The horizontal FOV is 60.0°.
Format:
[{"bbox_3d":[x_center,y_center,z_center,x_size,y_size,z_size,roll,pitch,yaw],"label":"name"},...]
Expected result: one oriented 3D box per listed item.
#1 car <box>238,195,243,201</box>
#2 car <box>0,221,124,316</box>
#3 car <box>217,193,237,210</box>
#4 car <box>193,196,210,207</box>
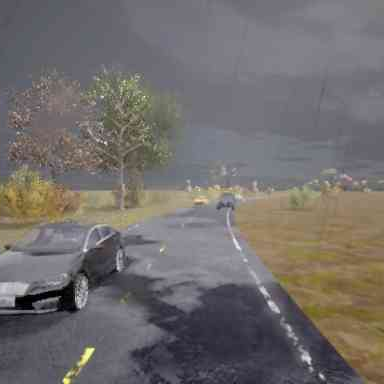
[{"bbox_3d":[10.431,1.294,75.563,1.812,1.442,4.674,0,0,17],"label":"car"},{"bbox_3d":[-2.914,1.475,7.742,2.128,1.511,4.902,0,0,2],"label":"car"},{"bbox_3d":[4.268,1.279,41.607,2.097,1.767,4.553,0,0,9],"label":"car"},{"bbox_3d":[1.458,1.383,49.623,1.882,1.535,5.008,0,0,10],"label":"car"}]
